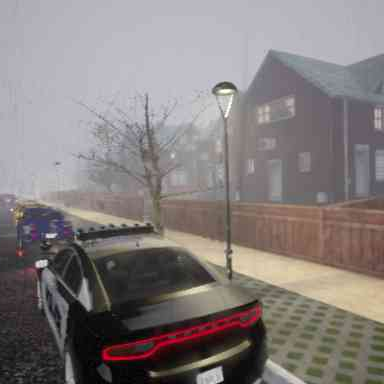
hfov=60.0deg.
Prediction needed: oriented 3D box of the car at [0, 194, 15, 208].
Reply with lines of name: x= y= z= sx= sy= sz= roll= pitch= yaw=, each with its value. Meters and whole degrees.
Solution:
car: x=-20.634 y=1.001 z=37.266 sx=2.097 sy=1.767 sz=4.553 roll=-3 pitch=2 yaw=-29

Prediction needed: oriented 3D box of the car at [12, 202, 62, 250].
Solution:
car: x=-6.075 y=1.339 z=13.561 sx=1.812 sy=1.442 sz=4.674 roll=-3 pitch=2 yaw=-30

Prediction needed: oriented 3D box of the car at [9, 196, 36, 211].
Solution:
car: x=-9.164 y=1.223 z=18.925 sx=1.801 sy=1.575 sz=5.366 roll=-3 pitch=2 yaw=-30

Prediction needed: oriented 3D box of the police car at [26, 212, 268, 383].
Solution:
police car: x=-1.148 y=1.311 z=4.985 sx=1.930 sy=1.638 sz=5.238 roll=-3 pitch=2 yaw=-30

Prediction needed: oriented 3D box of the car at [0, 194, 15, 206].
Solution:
car: x=-25.649 y=1.109 z=45.942 sx=1.812 sy=1.442 sz=4.674 roll=-3 pitch=2 yaw=-30
